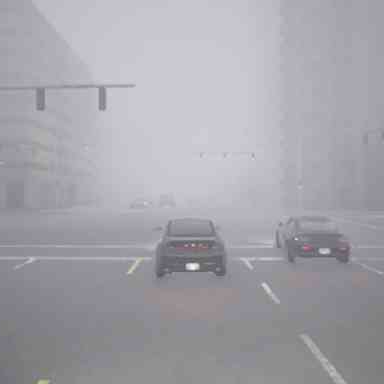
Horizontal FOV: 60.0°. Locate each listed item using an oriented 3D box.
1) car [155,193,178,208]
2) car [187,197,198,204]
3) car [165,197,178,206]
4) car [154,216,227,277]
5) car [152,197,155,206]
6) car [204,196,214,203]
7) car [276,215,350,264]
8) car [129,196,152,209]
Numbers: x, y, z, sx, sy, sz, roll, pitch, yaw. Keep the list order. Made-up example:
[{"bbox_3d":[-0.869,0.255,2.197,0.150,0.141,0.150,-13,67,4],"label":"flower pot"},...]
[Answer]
[{"bbox_3d":[-3.597,1.232,47.966,2.150,2.045,5.566,0,0,1],"label":"car"},{"bbox_3d":[0.100,1.577,63.454,1.994,1.385,4.181,0,0,0],"label":"car"},{"bbox_3d":[-3.543,1.613,57.939,1.895,1.301,4.718,0,0,1],"label":"car"},{"bbox_3d":[-0.107,1.507,10.240,1.837,1.490,4.892,0,0,-3],"label":"car"},{"bbox_3d":[-7.063,1.489,54.549,1.882,1.535,5.008,0,0,0],"label":"car"},{"bbox_3d":[3.512,1.515,69.319,1.837,1.490,4.892,0,0,0],"label":"car"},{"bbox_3d":[4.135,1.528,11.821,1.812,1.442,4.674,0,0,8],"label":"car"},{"bbox_3d":[-7.092,1.557,44.726,2.033,1.411,5.357,0,0,0],"label":"car"}]
